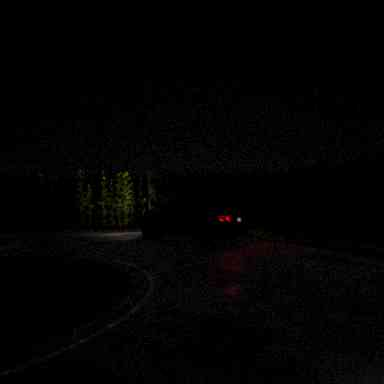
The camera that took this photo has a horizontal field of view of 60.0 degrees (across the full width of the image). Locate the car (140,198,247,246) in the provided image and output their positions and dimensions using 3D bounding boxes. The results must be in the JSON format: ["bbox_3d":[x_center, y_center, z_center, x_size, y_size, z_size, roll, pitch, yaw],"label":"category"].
[{"bbox_3d":[-0.058,1.313,15.993,5.566,2.045,2.150,-1,-1,39],"label":"car"}]
